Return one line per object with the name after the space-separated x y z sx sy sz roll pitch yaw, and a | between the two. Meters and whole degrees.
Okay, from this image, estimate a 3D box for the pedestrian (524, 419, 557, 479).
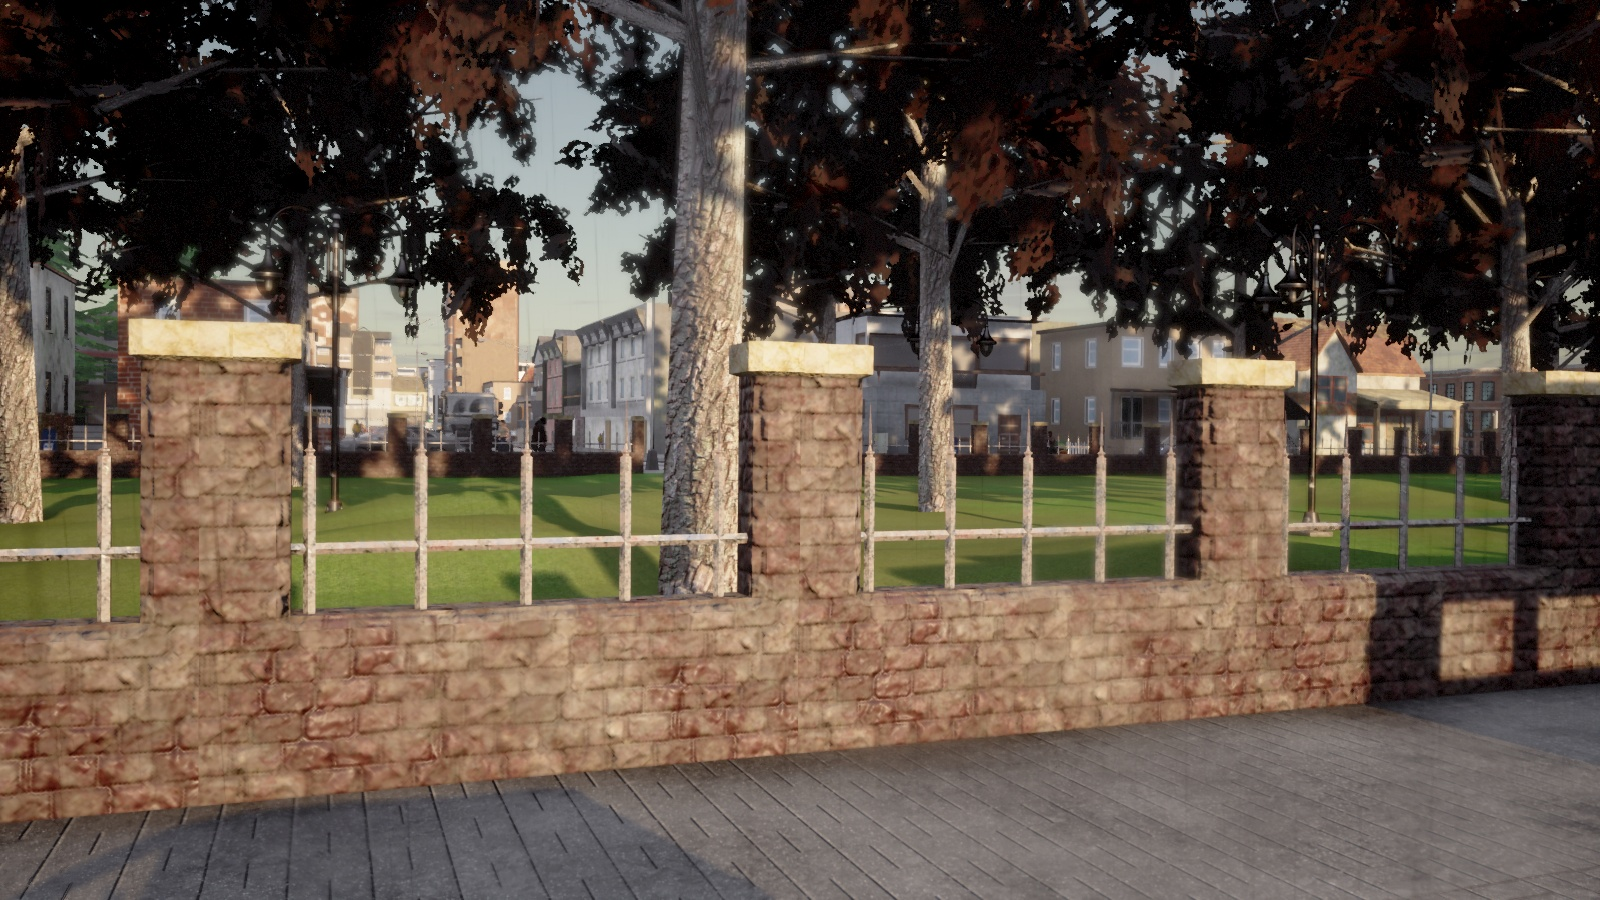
-8.082 -0.042 39.153 0.899 1.844 0.634 -1 1 -21 | pedestrian

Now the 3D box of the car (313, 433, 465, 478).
-15.230 0.160 46.652 4.902 1.511 2.128 -1 1 -40 | car

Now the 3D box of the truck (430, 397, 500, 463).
-18.596 -1.114 69.444 2.891 3.462 7.936 -1 1 -21 | truck

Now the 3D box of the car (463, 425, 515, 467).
-14.716 -0.211 59.247 1.905 1.878 3.866 -1 1 -21 | car

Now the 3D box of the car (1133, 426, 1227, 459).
17.850 -0.389 59.012 3.806 1.475 1.970 -1 1 -21 | car

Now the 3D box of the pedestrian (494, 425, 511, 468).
-12.964 -0.162 54.697 0.594 1.836 0.345 -1 1 -35 | pedestrian

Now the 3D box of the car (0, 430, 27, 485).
-26.395 0.246 37.824 5.027 1.651 2.152 -1 1 -24 | car
